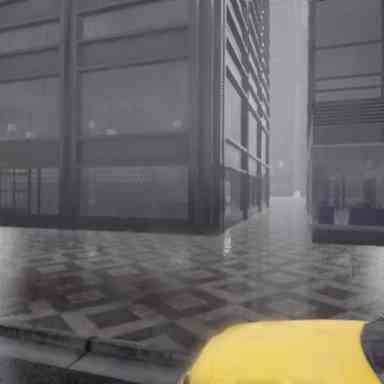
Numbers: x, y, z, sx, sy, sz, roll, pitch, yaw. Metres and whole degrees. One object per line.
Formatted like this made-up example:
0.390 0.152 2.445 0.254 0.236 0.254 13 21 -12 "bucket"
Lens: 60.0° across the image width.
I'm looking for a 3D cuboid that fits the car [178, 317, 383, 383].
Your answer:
2.452 1.458 2.251 5.366 1.575 1.801 0 0 19 "car"
